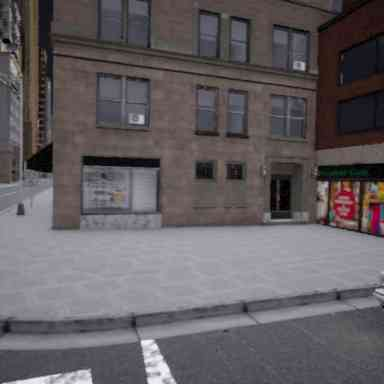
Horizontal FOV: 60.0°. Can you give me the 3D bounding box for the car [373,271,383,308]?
[{"bbox_3d":[5.290,1.498,5.222,4.718,1.301,1.895,0,2,-20],"label":"car"}]
